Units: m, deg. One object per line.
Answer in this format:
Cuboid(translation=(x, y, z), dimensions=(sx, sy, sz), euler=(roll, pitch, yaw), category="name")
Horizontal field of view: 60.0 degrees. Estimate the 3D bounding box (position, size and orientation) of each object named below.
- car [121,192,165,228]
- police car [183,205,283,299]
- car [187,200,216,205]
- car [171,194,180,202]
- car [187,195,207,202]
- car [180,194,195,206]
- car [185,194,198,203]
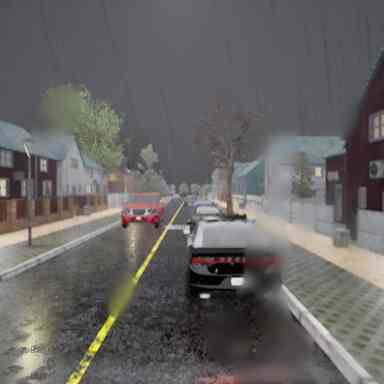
Cuboid(translation=(-2.894, 1.038, 20.738), dimensions=(2.150, 2.045, 5.566), euler=(0, 0, 0), category="car")
Cuboid(translation=(0.807, 1.345, 8.428), dimensions=(1.930, 1.638, 5.238), euler=(0, 1, 0), category="police car")
Cuboid(translation=(0.786, 1.361, 18.319), dimensions=(1.812, 1.442, 4.674), euler=(0, 0, 0), category="car")
Cuboid(translation=(-2.930, 1.153, 62.289), dimensions=(1.812, 1.442, 4.674), euler=(0, 0, 0), category="car")
Cuboid(translation=(0.774, 1.269, 24.319), dimensions=(1.882, 1.535, 5.008), euler=(0, 0, 0), category="car")
Cuboid(translation=(-0.074, 1.168, 44.905), dimensions=(2.128, 1.511, 4.902), euler=(0, 0, 1), category="car")
Cuboid(translation=(-0.122, 1.128, 58.091), dimensions=(2.128, 1.511, 4.902), euler=(0, 0, 0), category="car")
